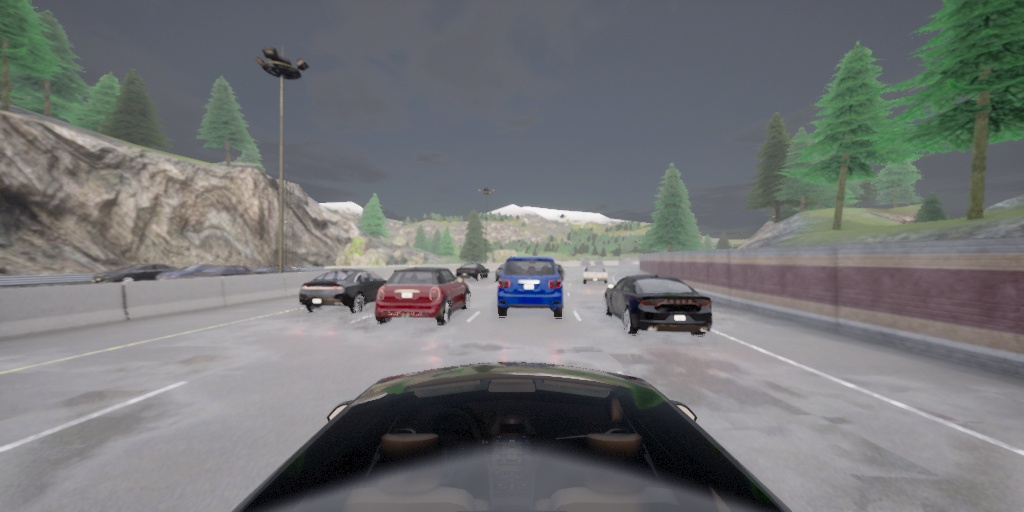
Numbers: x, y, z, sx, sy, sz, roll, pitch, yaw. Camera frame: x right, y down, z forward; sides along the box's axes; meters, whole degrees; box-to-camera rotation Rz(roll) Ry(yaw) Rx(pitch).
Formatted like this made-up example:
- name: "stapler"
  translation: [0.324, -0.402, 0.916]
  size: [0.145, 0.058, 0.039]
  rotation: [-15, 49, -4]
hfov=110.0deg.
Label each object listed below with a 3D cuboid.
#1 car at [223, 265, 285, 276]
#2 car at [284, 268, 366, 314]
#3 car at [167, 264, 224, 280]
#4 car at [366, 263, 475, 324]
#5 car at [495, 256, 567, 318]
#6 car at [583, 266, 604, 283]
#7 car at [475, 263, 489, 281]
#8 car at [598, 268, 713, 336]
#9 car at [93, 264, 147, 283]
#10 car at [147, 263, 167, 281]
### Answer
- name: "car"
  translation: [-15.812, 1.365, 23.332]
  size: [1.994, 1.385, 4.181]
  rotation: [0, 0, 9]
- name: "car"
  translation: [-6.176, 1.281, 14.167]
  size: [2.128, 1.511, 4.902]
  rotation: [0, 0, 5]
- name: "car"
  translation: [-19.286, 1.341, 24.136]
  size: [2.033, 1.411, 5.357]
  rotation: [0, 0, 9]
- name: "car"
  translation: [-2.826, 1.145, 12.313]
  size: [2.097, 1.767, 4.553]
  rotation: [0, 0, 4]
- name: "car"
  translation: [0.751, 1.032, 13.503]
  size: [2.150, 2.045, 5.566]
  rotation: [0, 0, 5]
- name: "car"
  translation: [6.826, 1.511, 29.483]
  size: [1.895, 1.301, 4.718]
  rotation: [0, 0, 12]
- name: "car"
  translation: [-3.372, 1.364, 31.827]
  size: [1.882, 1.535, 5.008]
  rotation: [0, 0, 12]
- name: "car"
  translation: [4.045, 1.286, 10.725]
  size: [1.882, 1.535, 5.008]
  rotation: [0, 0, 4]
- name: "car"
  translation: [-26.128, 1.281, 25.364]
  size: [1.837, 1.490, 4.892]
  rotation: [0, 0, 9]
- name: "car"
  translation: [-22.535, 1.315, 25.686]
  size: [1.812, 1.442, 4.674]
  rotation: [0, 0, 9]
